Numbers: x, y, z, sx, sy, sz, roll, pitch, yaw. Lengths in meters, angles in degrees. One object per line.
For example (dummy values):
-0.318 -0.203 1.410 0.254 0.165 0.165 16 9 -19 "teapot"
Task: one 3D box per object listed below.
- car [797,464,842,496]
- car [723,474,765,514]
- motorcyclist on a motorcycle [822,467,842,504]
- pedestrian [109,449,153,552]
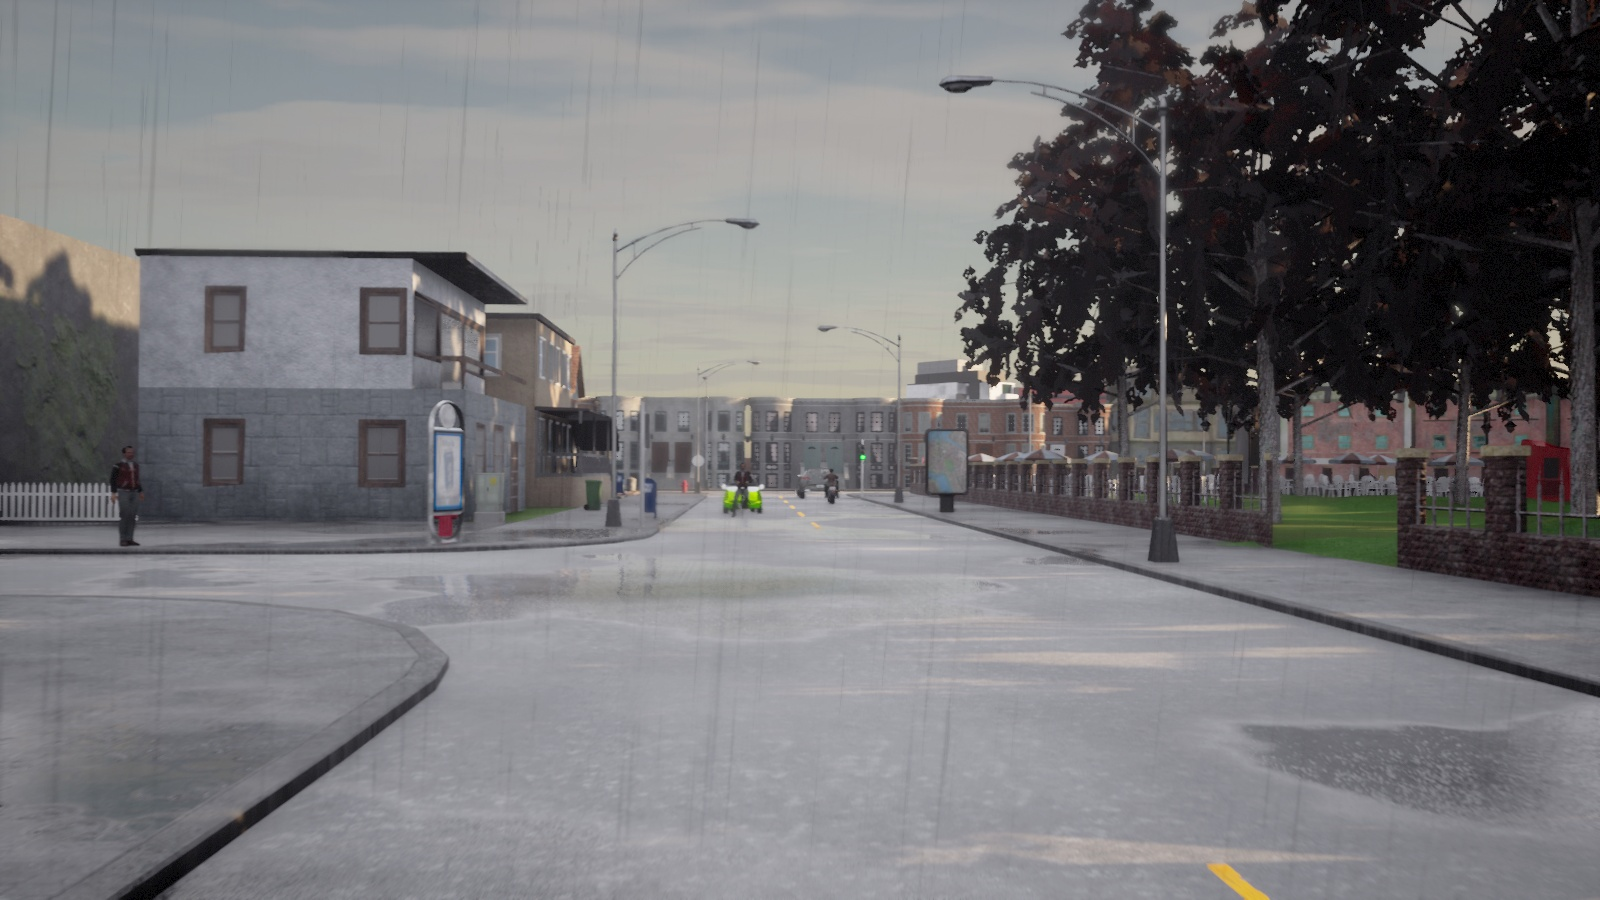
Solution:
1.010 1.629 68.567 2.152 1.651 5.027 0 -1 -3 "car"
-1.983 1.552 44.558 1.481 1.376 2.207 0 -1 -2 "car"
1.468 1.634 57.711 0.766 1.649 2.350 0 -1 -2 "motorcyclist on a motorcycle"
-12.235 0.917 22.979 0.720 1.854 0.376 -1 -1 30 "pedestrian"
